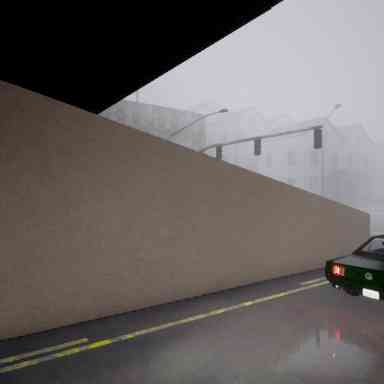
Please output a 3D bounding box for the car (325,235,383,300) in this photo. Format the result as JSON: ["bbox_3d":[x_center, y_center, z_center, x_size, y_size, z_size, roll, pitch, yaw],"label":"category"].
[{"bbox_3d":[5.133,1.601,7.437,4.718,1.301,1.895,0,0,-35],"label":"car"}]
